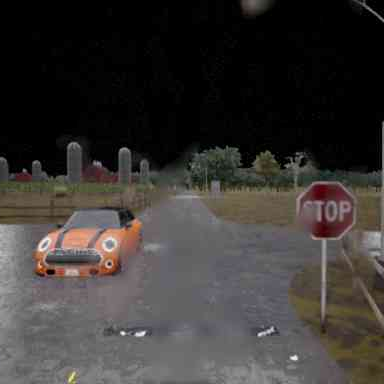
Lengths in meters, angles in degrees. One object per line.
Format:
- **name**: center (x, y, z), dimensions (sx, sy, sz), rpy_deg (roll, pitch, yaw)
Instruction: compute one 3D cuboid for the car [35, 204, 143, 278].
- **car**: center (-2.767, 1.244, 9.906), dimensions (2.097, 1.767, 4.553), rpy_deg (0, 0, 0)
